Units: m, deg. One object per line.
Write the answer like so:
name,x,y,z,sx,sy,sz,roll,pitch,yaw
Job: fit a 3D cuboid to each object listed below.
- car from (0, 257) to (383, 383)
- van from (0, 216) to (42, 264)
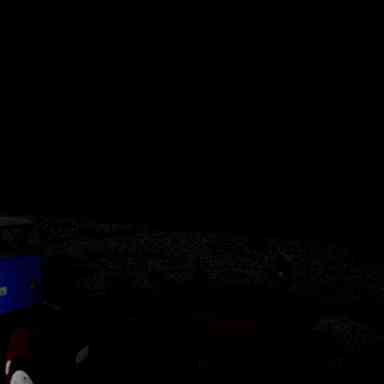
car,0.127,1.530,2.873,4.507,1.381,1.887,1,0,35
van,-4.441,1.269,6.123,3.998,1.788,1.690,1,0,35
